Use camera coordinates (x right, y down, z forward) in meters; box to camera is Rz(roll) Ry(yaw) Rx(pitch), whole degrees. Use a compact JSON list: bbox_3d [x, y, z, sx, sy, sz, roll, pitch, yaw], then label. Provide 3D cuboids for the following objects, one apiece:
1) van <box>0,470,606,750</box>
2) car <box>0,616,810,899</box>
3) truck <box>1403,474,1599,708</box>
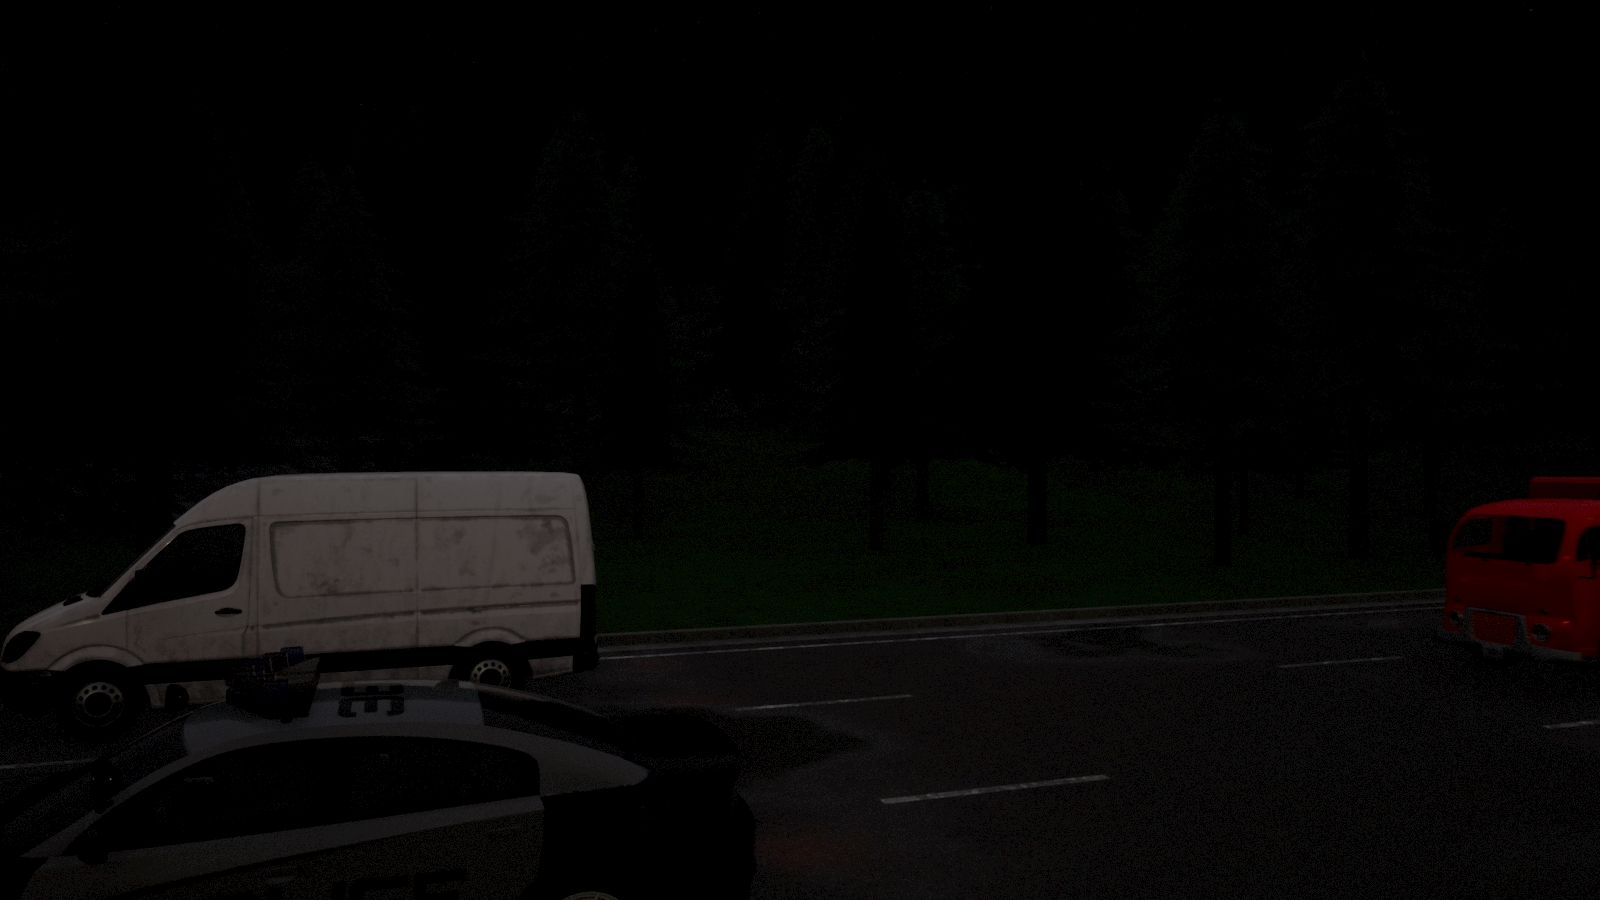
[{"bbox_3d":[-5.250,1.534,12.548,5.915,2.561,1.988,0,0,-19],"label":"van"},{"bbox_3d":[-2.766,1.982,6.136,5.238,1.638,2.097,0,0,-20],"label":"car"},{"bbox_3d":[10.735,1.568,14.436,5.204,2.467,2.627,0,0,-18],"label":"truck"}]
